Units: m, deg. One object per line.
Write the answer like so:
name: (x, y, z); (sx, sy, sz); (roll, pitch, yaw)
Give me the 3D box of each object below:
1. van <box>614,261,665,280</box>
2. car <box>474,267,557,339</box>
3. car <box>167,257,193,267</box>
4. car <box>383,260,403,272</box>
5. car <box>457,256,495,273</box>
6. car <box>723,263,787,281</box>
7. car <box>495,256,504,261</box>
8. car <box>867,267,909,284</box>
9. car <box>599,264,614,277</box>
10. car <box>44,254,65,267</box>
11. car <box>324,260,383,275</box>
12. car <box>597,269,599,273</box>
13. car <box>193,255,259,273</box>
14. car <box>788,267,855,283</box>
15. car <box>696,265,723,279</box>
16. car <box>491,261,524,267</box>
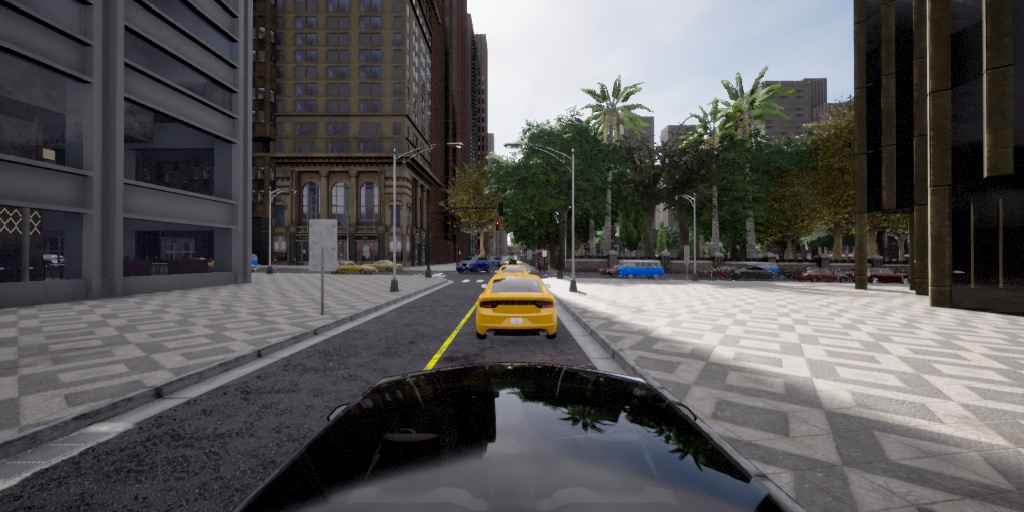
van: (11.939, 1.315, 33.174); (3.998, 1.789, 1.690); (0, 0, 0)
car: (0.111, 1.230, 10.124); (1.882, 1.535, 5.008); (0, 0, 0)
car: (-37.786, 0.774, 42.004); (4.313, 1.339, 1.948); (0, 0, 0)
car: (-15.276, 1.101, 41.866); (4.829, 1.417, 1.751); (0, 0, 0)
car: (-4.426, 0.999, 42.661); (2.150, 2.045, 5.566); (2, 0, 20)
car: (24.174, 1.718, 35.802); (4.674, 1.442, 1.812); (1, 0, 1)
car: (-2.960, 1.048, 59.216); (2.150, 2.045, 5.566); (0, 0, 0)
car: (34.032, 1.779, 33.039); (4.097, 1.591, 1.967); (0, 0, 0)
car: (12.638, 1.567, 39.035); (5.357, 1.411, 2.033); (1, 0, 0)
car: (-43.501, 0.507, 33.513); (4.097, 1.591, 1.967); (0, 0, 0)
car: (-14.978, 1.052, 33.339); (4.829, 1.417, 1.751); (0, 0, 0)
car: (11.980, 1.605, 41.700); (4.207, 1.307, 1.802); (0, 0, 0)
car: (-26.319, 0.867, 33.408); (4.829, 1.417, 1.751); (0, 0, 0)
car: (28.509, 1.830, 33.073); (4.207, 1.307, 1.802); (0, 0, 0)
car: (22.598, 1.710, 38.974); (4.674, 1.442, 1.812); (1, 0, 0)
car: (0.040, 1.235, 20.184); (1.882, 1.535, 5.008); (0, 0, 0)
